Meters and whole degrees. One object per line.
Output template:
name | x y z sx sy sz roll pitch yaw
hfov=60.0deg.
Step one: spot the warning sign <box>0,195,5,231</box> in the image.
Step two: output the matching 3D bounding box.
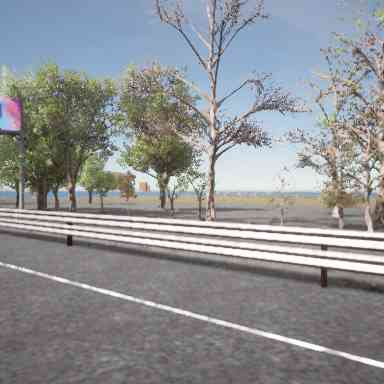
warning sign | -10.661 1.105 17.347 1.060 1.860 1.300 0 0 37
